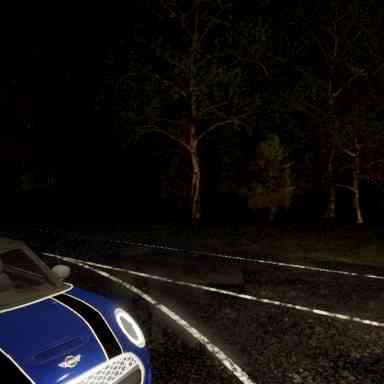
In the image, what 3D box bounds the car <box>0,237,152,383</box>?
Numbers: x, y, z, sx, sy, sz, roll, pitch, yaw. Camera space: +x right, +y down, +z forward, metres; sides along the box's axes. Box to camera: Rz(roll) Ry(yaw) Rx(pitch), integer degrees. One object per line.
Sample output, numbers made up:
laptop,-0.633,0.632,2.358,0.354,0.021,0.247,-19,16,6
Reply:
car,-2.607,1.338,3.742,4.553,1.767,2.097,1,0,35
